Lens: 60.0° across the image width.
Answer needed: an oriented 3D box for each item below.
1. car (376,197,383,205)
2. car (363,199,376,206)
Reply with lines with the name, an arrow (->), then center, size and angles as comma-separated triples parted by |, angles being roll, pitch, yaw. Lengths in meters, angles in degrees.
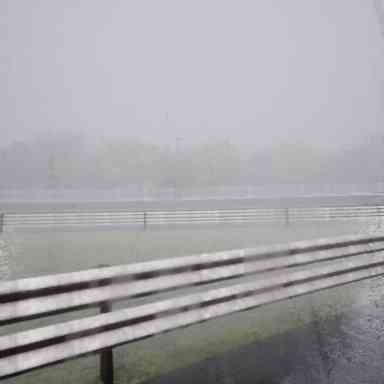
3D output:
car -> 21.648, 1.265, 32.835 | 5.357, 1.411, 2.033 | -2, 1, 0
car -> 21.623, 1.219, 36.335 | 5.357, 1.411, 2.033 | -2, 1, 0
